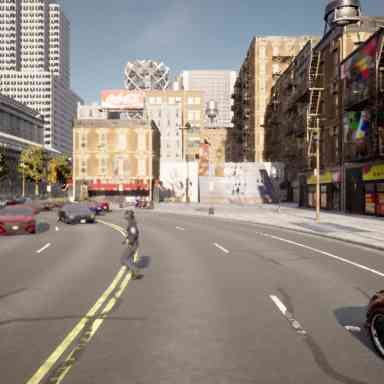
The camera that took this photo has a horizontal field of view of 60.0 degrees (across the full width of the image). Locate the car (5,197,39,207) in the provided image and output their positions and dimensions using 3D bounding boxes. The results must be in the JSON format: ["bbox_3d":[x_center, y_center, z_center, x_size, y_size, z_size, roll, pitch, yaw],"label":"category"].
[{"bbox_3d":[-25.737,1.520,50.328,4.674,1.452,2.002,0,0,20],"label":"car"}]

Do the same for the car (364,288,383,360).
[{"bbox_3d":[3.557,1.564,3.204,1.994,1.385,4.181,0,0,-1],"label":"car"}]

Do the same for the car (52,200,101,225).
[{"bbox_3d":[-8.537,1.547,24.234,2.033,1.411,5.357,0,0,-31],"label":"car"}]

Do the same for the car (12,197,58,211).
[{"bbox_3d":[-18.699,1.547,39.446,5.357,1.411,2.033,0,0,33],"label":"car"}]

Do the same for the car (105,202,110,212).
[{"bbox_3d":[-11.240,1.526,38.008,4.674,1.442,1.812,0,0,42],"label":"car"}]

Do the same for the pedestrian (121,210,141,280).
[{"bbox_3d":[-1.527,1.294,8.402,0.375,1.860,0.375,0,0,-3],"label":"pedestrian"}]

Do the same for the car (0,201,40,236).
[{"bbox_3d":[-9.690,1.477,18.595,1.882,1.535,5.008,0,0,-25],"label":"car"}]

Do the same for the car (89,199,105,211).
[{"bbox_3d":[-10.858,1.601,32.908,1.895,1.301,4.718,0,0,-43],"label":"car"}]
